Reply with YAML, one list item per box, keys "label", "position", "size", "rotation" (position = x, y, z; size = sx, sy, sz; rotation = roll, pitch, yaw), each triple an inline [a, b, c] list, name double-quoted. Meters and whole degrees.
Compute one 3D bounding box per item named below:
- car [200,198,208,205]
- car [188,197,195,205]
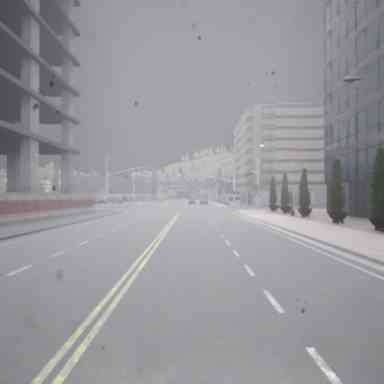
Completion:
- label: "car"
  position: [3.462, 2.730, 90.864]
  size: [1.882, 1.535, 5.008]
  rotation: [0, -1, 0]
- label: "car"
  position: [-0.038, 2.754, 90.923]
  size: [1.837, 1.490, 4.892]
  rotation: [0, -1, 0]
